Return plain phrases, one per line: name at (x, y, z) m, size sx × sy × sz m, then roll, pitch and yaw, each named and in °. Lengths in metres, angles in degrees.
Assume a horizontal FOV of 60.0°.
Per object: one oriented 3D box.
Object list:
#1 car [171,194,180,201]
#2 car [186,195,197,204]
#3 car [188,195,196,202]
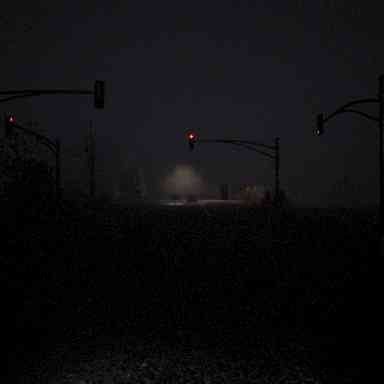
car at (-3.564, 1.195, 72.162) m, size 1.837 × 1.490 × 4.892 m, roll 0°, pitch 0°, yaw 0°
car at (-0.059, 1.424, 67.960) m, size 2.097 × 1.767 × 4.553 m, roll 0°, pitch 0°, yaw 0°
car at (-0.068, 1.425, 77.995) m, size 1.837 × 1.490 × 4.892 m, roll 0°, pitch 0°, yaw 0°
